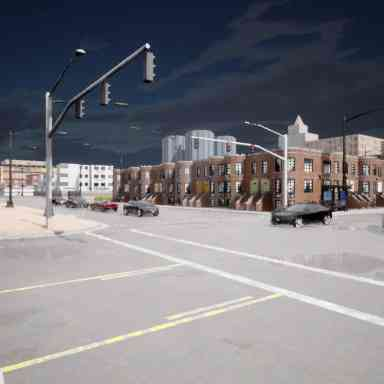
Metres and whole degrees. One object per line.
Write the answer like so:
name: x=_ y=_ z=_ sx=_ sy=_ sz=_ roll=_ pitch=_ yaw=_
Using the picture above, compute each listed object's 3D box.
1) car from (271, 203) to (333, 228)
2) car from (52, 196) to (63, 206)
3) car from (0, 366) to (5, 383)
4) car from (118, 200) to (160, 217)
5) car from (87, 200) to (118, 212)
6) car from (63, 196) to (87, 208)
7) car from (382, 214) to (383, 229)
car: x=7.375 y=1.477 z=22.217 sx=5.008 sy=1.535 sz=1.882 roll=0 pitch=0 yaw=-36
car: x=-22.288 y=1.492 z=55.565 sx=2.128 sy=1.511 sz=4.902 roll=0 pitch=0 yaw=-35
car: x=-3.770 y=1.221 z=1.079 sx=5.566 sy=2.045 sz=2.150 roll=0 pitch=0 yaw=-35
car: x=-4.847 y=1.505 z=31.338 sx=1.837 sy=1.490 sz=4.892 roll=0 pitch=0 yaw=-36
car: x=-10.315 y=1.601 z=38.907 sx=1.895 sy=1.301 sz=4.718 roll=0 pitch=0 yaw=-36
car: x=-16.264 y=1.352 z=47.154 sx=2.097 sy=1.767 sz=4.553 roll=0 pitch=0 yaw=-36
car: x=11.859 y=1.548 z=18.729 sx=2.033 sy=1.411 sz=5.357 roll=0 pitch=0 yaw=26
